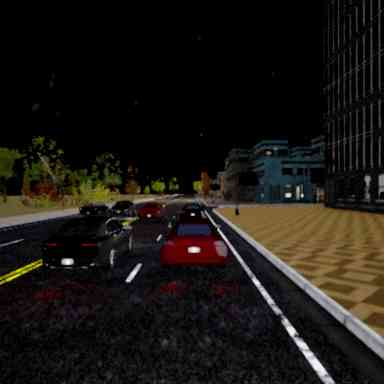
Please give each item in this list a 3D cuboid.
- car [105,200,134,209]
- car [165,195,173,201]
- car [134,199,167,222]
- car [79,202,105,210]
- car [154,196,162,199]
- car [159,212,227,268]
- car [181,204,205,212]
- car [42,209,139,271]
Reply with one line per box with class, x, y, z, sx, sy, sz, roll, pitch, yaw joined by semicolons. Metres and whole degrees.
car;-6.582;1.582;32.181;1.837;1.490;4.892;0;-1;0
car;-6.535;1.693;94.993;2.128;1.511;4.902;0;0;0
car;-3.185;1.590;26.984;1.812;1.442;4.674;0;0;0
car;-9.825;1.680;33.680;1.895;1.301;4.718;0;0;0
car;-9.785;1.763;94.962;1.895;1.301;4.718;0;0;0
car;0.070;1.592;11.326;1.994;1.385;4.181;0;0;0
car;0.064;1.627;26.387;1.994;1.385;4.181;0;0;0
car;-3.184;1.533;10.973;1.837;1.490;4.892;0;0;0
